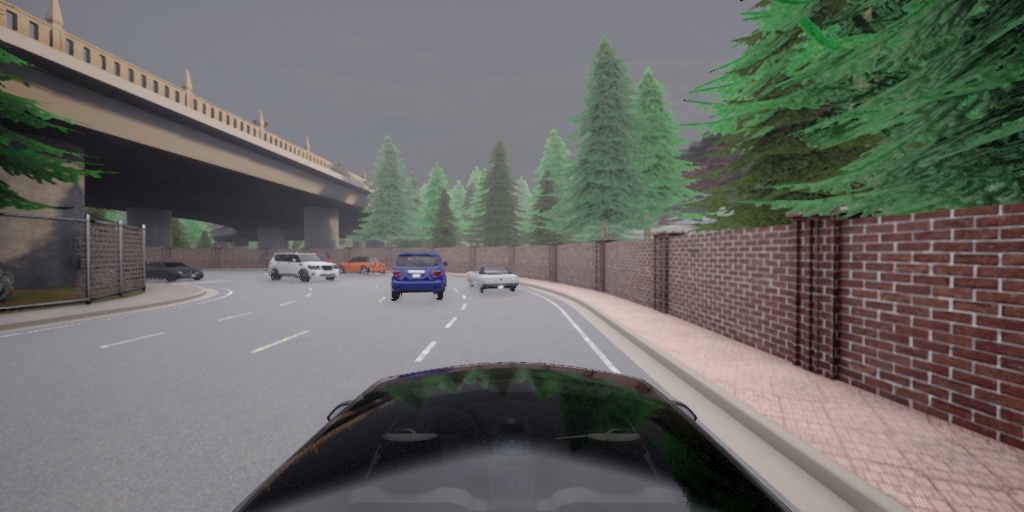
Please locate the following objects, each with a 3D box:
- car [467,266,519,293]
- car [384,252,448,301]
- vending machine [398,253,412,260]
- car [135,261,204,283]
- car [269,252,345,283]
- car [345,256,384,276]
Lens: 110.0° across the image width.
[{"bbox_3d":[-1.196,1.188,19.608,1.895,1.301,4.718,0,1,-17],"label":"car"},{"bbox_3d":[-4.237,0.836,16.752,2.150,2.045,5.566,0,1,-10],"label":"car"},{"bbox_3d":[-10.665,0.636,35.624,0.880,2.100,1.100,0,0,26],"label":"vending machine"},{"bbox_3d":[-24.024,1.062,25.112,4.674,1.442,1.812,0,0,15],"label":"car"},{"bbox_3d":[-14.704,0.757,25.236,5.566,2.045,2.150,0,0,28],"label":"car"},{"bbox_3d":[-13.796,0.821,32.696,4.553,1.767,2.097,0,1,26],"label":"car"}]
